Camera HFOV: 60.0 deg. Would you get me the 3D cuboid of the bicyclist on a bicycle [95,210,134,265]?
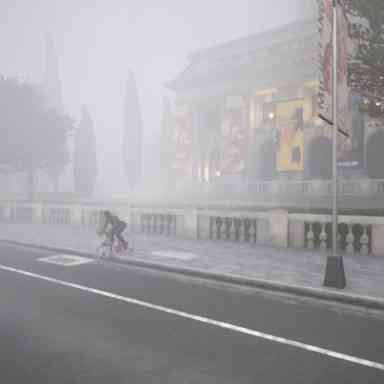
[{"bbox_3d":[-2.469,1.361,10.521,0.582,1.620,1.656,0,9,35],"label":"bicyclist on a bicycle"}]
